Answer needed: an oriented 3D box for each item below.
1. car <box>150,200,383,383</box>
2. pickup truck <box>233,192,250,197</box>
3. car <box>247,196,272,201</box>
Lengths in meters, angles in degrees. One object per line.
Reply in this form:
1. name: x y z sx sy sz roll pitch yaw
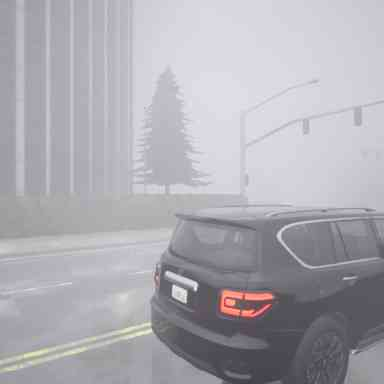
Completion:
1. car: 2.067 1.221 5.213 5.566 2.045 2.150 0 0 -35
2. pickup truck: 10.283 1.059 68.812 2.390 2.098 6.274 0 0 -5
3. car: 9.242 1.564 42.066 1.994 1.385 4.181 0 0 -36
